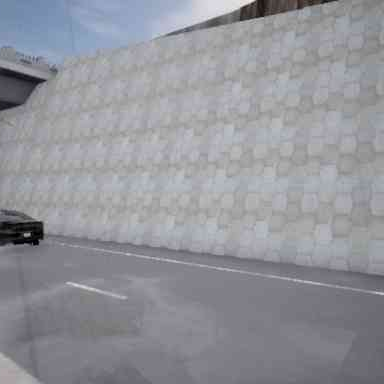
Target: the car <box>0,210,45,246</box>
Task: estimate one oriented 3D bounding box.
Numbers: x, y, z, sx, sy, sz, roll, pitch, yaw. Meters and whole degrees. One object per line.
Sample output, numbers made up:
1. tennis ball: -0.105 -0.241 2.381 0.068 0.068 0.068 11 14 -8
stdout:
1. car: -8.269 1.482 14.066 5.008 1.535 1.882 0 0 35
